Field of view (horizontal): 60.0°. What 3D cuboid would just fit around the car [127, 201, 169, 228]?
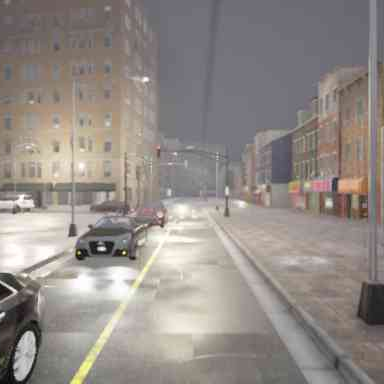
[{"bbox_3d":[-2.775,1.415,22.667,2.097,1.767,4.553,0,0,0],"label":"car"}]

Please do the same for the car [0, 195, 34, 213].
[{"bbox_3d":[-21.976,1.436,40.259,5.566,2.045,2.150,-1,0,10],"label":"car"}]

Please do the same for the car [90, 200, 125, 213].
[{"bbox_3d":[-9.368,1.672,38.158,4.674,1.442,1.812,0,0,9],"label":"car"}]

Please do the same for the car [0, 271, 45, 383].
[{"bbox_3d":[-2.847,1.512,2.504,1.837,1.490,4.892,0,0,0],"label":"car"}]

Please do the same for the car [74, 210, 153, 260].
[{"bbox_3d":[-2.824,1.598,12.428,1.994,1.385,4.181,0,0,0],"label":"car"}]
